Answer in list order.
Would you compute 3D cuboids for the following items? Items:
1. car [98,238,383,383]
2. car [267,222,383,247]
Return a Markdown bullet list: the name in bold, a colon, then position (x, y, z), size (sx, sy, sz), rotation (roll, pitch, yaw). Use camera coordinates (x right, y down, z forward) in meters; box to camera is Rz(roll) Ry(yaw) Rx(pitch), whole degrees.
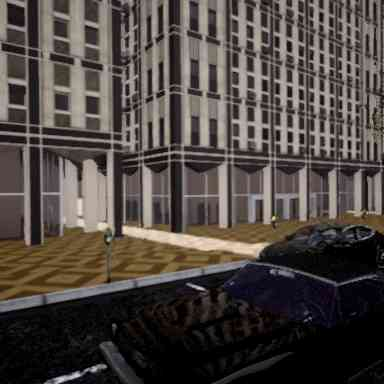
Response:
- **car**: position (1.309, 1.591, 4.315), size (4.718, 1.301, 1.895), rotation (0, 0, -36)
- **car**: position (3.785, 1.543, 9.271), size (4.313, 1.339, 1.947), rotation (0, 0, -35)
